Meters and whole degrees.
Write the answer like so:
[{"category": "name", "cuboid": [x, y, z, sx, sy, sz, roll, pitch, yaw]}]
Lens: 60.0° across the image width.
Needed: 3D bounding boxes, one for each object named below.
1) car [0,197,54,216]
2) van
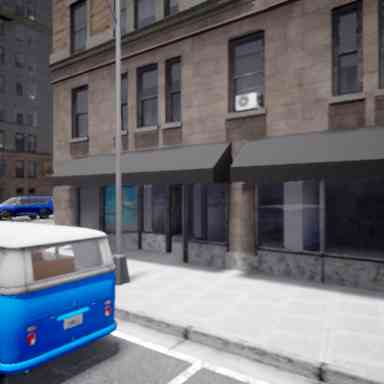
[{"category": "car", "cuboid": [-14.801, 1.431, 28.912, 2.150, 2.045, 5.566, 0, 0, 35]}, {"category": "van", "cuboid": [-2.980, 1.381, 5.203, 3.998, 1.788, 1.690, -1, 0, 36]}]
